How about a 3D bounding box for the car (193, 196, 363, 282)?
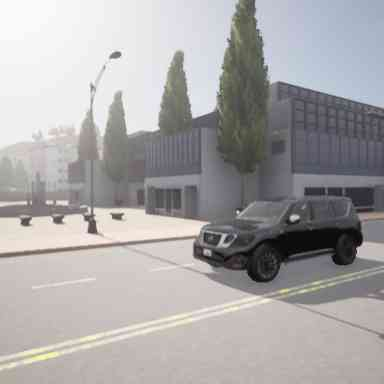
[{"bbox_3d":[2.722,1.149,9.845,5.566,2.045,2.150,0,0,-33],"label":"car"}]
